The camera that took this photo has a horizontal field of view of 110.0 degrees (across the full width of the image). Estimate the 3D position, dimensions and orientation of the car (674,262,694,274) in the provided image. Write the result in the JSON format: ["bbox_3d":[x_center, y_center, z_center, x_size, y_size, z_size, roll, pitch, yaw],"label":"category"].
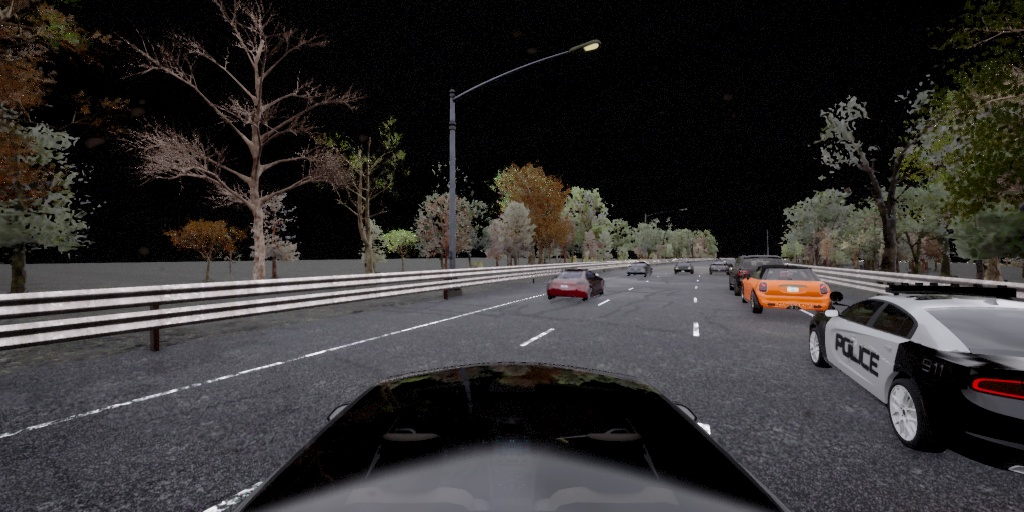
[{"bbox_3d":[19.548,1.370,40.651,1.895,1.301,4.718,0,0,29],"label":"car"}]

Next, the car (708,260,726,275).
[{"bbox_3d":[22.676,1.261,39.233,2.128,1.511,4.902,0,0,30],"label":"car"}]

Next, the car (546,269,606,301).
[{"bbox_3d":[3.233,1.315,17.585,1.994,1.385,4.181,0,0,27],"label":"car"}]

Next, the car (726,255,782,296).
[{"bbox_3d":[12.761,0.978,18.755,2.150,2.045,5.566,0,0,28],"label":"car"}]

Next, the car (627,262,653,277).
[{"bbox_3d":[12.698,1.310,35.494,2.033,1.411,5.357,0,0,29],"label":"car"}]

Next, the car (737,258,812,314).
[{"bbox_3d":[10.015,1.102,13.438,2.097,1.767,4.553,0,0,27],"label":"car"}]

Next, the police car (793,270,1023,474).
[{"bbox_3d":[5.637,1.175,4.743,1.930,1.638,5.238,0,0,26],"label":"police car"}]
